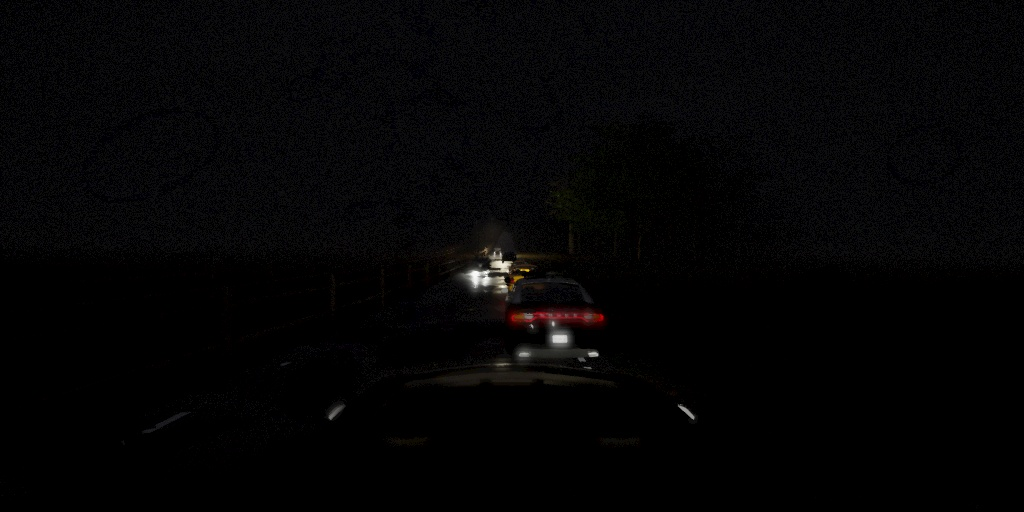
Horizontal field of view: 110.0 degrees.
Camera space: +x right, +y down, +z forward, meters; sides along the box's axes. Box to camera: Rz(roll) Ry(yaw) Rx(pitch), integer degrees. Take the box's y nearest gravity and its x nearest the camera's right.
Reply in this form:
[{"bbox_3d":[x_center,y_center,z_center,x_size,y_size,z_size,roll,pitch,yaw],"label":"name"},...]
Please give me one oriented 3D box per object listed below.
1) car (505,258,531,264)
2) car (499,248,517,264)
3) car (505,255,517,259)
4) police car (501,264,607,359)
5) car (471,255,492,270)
[{"bbox_3d":[0.675,1.072,18.587,1.801,1.575,5.366,0,1,-1],"label":"car"},{"bbox_3d":[-0.392,0.111,51.834,2.097,1.767,4.553,0,2,0],"label":"car"},{"bbox_3d":[0.620,0.969,24.586,1.801,1.575,5.366,0,1,-1],"label":"car"},{"bbox_3d":[0.769,1.149,8.510,1.930,1.638,5.238,0,0,-1],"label":"police car"},{"bbox_3d":[-3.179,0.670,38.084,2.128,1.511,4.902,0,2,-1],"label":"car"}]
